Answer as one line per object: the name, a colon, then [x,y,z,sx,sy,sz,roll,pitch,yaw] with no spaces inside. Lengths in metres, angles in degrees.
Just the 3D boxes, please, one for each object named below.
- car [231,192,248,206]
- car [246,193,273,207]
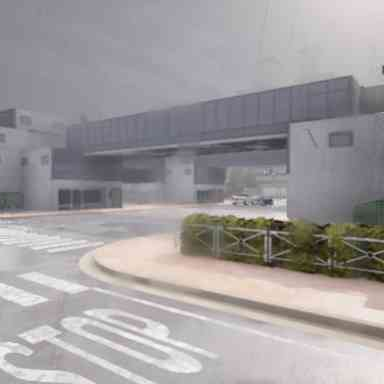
car: [8.321,1.094,52.531,2.150,2.045,5.566,0,0,36]
car: [10.454,1.382,49.523,2.128,1.511,4.902,0,0,36]
